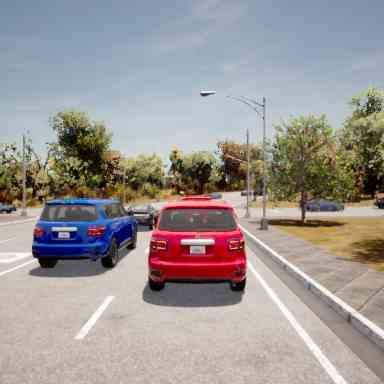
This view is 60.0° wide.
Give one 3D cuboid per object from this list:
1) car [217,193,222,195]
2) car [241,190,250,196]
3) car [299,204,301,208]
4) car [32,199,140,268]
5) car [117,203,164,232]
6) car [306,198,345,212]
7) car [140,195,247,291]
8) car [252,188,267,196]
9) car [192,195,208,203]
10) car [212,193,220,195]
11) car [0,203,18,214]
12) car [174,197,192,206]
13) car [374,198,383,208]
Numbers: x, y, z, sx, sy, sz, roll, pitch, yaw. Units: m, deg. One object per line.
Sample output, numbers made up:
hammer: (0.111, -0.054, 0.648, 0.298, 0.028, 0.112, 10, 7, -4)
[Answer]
car: (5.682, 0.945, 77.885, 1.812, 1.442, 4.674, 0, 3, 26)
car: (14.273, 0.262, 86.320, 2.128, 1.511, 4.902, 0, 3, 33)
car: (16.275, 1.562, 42.850, 4.892, 1.490, 1.837, -1, 0, 3)
car: (-3.350, 1.235, 11.475, 2.150, 2.045, 5.566, 0, 0, 1)
car: (-3.163, 1.536, 21.327, 2.128, 1.511, 4.902, 0, 0, 1)
car: (15.745, 1.614, 39.374, 4.181, 1.385, 1.994, -1, 0, 4)
car: (0.131, 1.230, 9.195, 2.150, 2.045, 5.566, 0, 0, 0)
car: (17.588, -0.079, 85.035, 2.150, 2.045, 5.566, 0, 3, 33)
car: (1.648, 1.391, 68.510, 1.812, 1.442, 4.674, 0, 2, 21)
car: (0.286, 1.260, 19.562, 2.150, 2.045, 5.566, 0, 0, 1)
car: (-22.982, 1.815, 38.022, 5.357, 1.411, 2.033, -2, 0, 3)
car: (-1.502, 1.662, 59.003, 1.994, 1.385, 4.181, 0, 1, 16)
car: (26.241, 1.060, 42.249, 5.566, 2.045, 2.150, -2, 0, 3)
